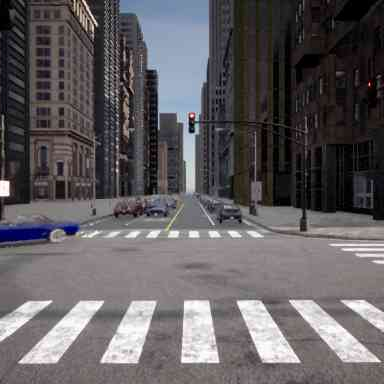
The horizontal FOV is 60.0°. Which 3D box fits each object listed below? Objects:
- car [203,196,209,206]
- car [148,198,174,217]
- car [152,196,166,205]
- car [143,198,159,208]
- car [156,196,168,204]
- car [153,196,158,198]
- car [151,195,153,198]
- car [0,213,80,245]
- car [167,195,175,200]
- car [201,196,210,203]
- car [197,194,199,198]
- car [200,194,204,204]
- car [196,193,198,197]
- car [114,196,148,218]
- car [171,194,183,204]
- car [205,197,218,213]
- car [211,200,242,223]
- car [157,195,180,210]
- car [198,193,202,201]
[{"bbox_3d":[2.751,1.550,42.072,1.887,1.381,4.507,0,0,0],"label":"car"},{"bbox_3d":[-3.105,1.550,31.196,2.033,1.411,5.357,0,0,0],"label":"car"},{"bbox_3d":[-5.779,1.452,58.983,1.967,1.590,4.097,0,0,0],"label":"car"},{"bbox_3d":[-5.776,1.589,47.701,1.802,1.307,4.206,0,0,0],"label":"car"},{"bbox_3d":[-5.780,1.541,64.453,1.752,1.417,4.829,0,0,0],"label":"car"},{"bbox_3d":[-5.775,1.571,42.061,1.947,1.339,4.313,0,0,0],"label":"car"},{"bbox_3d":[-5.774,1.444,36.421,1.967,1.590,4.097,0,0,0],"label":"car"},{"bbox_3d":[-7.467,1.609,14.318,4.718,1.301,1.895,0,0,-39],"label":"car"},{"bbox_3d":[-5.787,1.567,92.657,1.752,1.417,4.829,0,0,0],"label":"car"},{"bbox_3d":[2.744,1.545,70.445,1.752,1.417,4.829,0,0,0],"label":"car"},{"bbox_3d":[2.743,1.569,75.915,1.887,1.381,4.507,0,0,0],"label":"car"},{"bbox_3d":[2.748,1.449,53.353,1.967,1.590,4.097,0,0,0],"label":"car"},{"bbox_3d":[2.740,1.561,87.366,1.752,1.417,4.829,0,0,0],"label":"car"},{"bbox_3d":[-5.772,1.317,30.779,2.192,1.841,5.009,0,0,0],"label":"car"},{"bbox_3d":[-3.014,1.536,59.917,1.882,1.535,5.008,0,0,0],"label":"car"},{"bbox_3d":[2.752,1.554,36.431,2.008,1.369,4.403,0,0,0],"label":"car"},{"bbox_3d":[2.754,1.552,25.150,2.008,1.369,4.403,0,0,0],"label":"car"},{"bbox_3d":[-3.088,1.495,43.892,2.128,1.511,4.902,0,0,0],"label":"car"},{"bbox_3d":[2.745,1.456,64.634,1.967,1.590,4.097,0,0,0],"label":"car"}]
